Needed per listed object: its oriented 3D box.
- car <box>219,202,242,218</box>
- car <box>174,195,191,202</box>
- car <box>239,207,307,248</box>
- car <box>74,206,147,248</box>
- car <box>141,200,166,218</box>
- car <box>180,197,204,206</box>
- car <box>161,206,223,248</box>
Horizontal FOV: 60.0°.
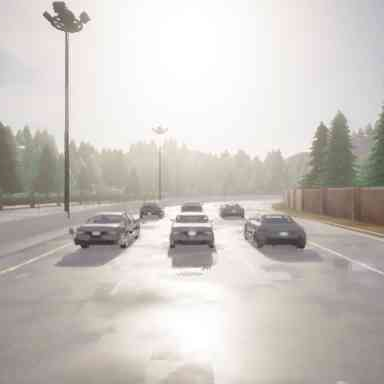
[{"bbox_3d":[3.500,1.570,29.650,1.994,1.385,4.181,0,0,0],"label":"car"},{"bbox_3d":[-2.262,1.495,78.288,1.837,1.490,4.892,0,0,26],"label":"car"},{"bbox_3d":[3.500,1.570,14.650,1.994,1.385,4.181,0,0,0],"label":"car"},{"bbox_3d":[-3.500,1.560,14.650,2.033,1.411,5.357,0,0,0],"label":"car"},{"bbox_3d":[-3.500,1.514,29.650,1.837,1.490,4.892,0,0,0],"label":"car"},{"bbox_3d":[0.000,1.482,29.650,1.882,1.535,5.008,0,0,0],"label":"car"},{"bbox_3d":[0.000,1.560,14.650,2.033,1.411,5.357,0,0,0],"label":"car"}]
